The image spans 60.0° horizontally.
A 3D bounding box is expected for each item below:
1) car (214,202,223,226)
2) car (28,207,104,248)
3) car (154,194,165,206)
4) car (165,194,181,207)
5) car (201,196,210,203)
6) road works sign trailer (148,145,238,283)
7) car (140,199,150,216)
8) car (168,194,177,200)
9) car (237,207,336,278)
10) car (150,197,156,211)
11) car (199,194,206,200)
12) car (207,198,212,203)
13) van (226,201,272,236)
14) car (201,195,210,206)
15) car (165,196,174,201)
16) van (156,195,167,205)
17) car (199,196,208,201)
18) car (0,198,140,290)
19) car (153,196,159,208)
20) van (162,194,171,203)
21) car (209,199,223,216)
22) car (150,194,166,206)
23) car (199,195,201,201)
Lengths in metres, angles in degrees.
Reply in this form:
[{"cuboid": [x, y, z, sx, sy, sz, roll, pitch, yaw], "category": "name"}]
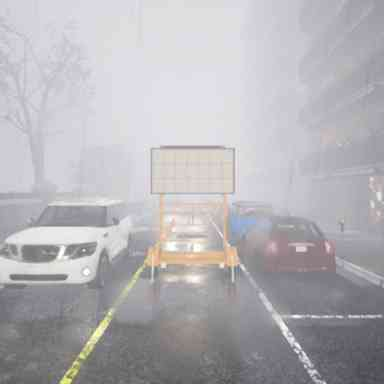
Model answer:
[{"cuboid": [2.737, 1.565, 21.445, 1.947, 1.339, 4.313, 0, 0, 0], "category": "car"}, {"cuboid": [-5.655, 1.524, 15.663, 1.752, 1.417, 4.829, 0, 0, 0], "category": "car"}, {"cuboid": [-5.582, 1.448, 49.612, 1.967, 1.590, 4.097, 0, 0, 0], "category": "car"}, {"cuboid": [-2.887, 1.287, 52.278, 2.150, 2.045, 5.566, 0, 0, 0], "category": "car"}, {"cuboid": [2.846, 1.622, 72.117, 1.802, 1.307, 4.206, 0, 0, 0], "category": "car"}, {"cuboid": [0.020, 0.463, 9.640, 2.380, 3.560, 2.880, 0, 0, 0], "category": "road works sign trailer"}, {"cuboid": [-5.619, 1.565, 32.725, 1.947, 1.339, 4.313, 0, 0, 0], "category": "car"}, {"cuboid": [-5.485, 1.393, 94.656, 2.192, 1.841, 5.009, 0, 0, 0], "category": "car"}, {"cuboid": [2.713, 1.439, 10.184, 1.967, 1.590, 4.097, 0, 0, 0], "category": "car"}, {"cuboid": [-5.607, 1.581, 38.356, 1.802, 1.307, 4.206, 0, 0, 0], "category": "car"}, {"cuboid": [2.895, 1.518, 94.638, 1.967, 1.590, 4.097, 0, 0, 0], "category": "car"}, {"cuboid": [2.762, 1.544, 32.707, 1.887, 1.381, 4.507, 0, 0, 0], "category": "car"}, {"cuboid": [2.725, 1.340, 15.815, 1.690, 1.788, 3.998, 0, 0, 0], "category": "van"}, {"cuboid": [2.810, 1.598, 55.225, 1.802, 1.307, 4.206, 0, 0, 0], "category": "car"}, {"cuboid": [-5.510, 1.623, 83.396, 1.947, 1.339, 4.313, 0, 0, 0], "category": "car"}, {"cuboid": [-5.558, 1.365, 60.874, 1.690, 1.788, 3.998, 0, 0, 0], "category": "van"}, {"cuboid": [2.871, 1.623, 83.378, 1.947, 1.339, 4.313, 0, 0, 0], "category": "car"}, {"cuboid": [-3.079, 1.220, 9.421, 2.150, 2.045, 5.566, 0, 0, 0], "category": "car"}, {"cuboid": [-5.595, 1.546, 43.984, 1.887, 1.381, 4.507, 0, 0, 0], "category": "car"}, {"cuboid": [-5.534, 1.381, 72.135, 1.690, 1.788, 3.998, 0, 0, 0], "category": "van"}, {"cuboid": [2.749, 1.550, 27.076, 2.008, 1.369, 4.403, 0, 0, 0], "category": "car"}, {"cuboid": [-5.571, 1.331, 55.244, 2.192, 1.841, 5.009, 0, 0, 0], "category": "car"}, {"cuboid": [2.834, 1.472, 66.487, 1.967, 1.590, 4.097, 0, 0, 0], "category": "car"}]
